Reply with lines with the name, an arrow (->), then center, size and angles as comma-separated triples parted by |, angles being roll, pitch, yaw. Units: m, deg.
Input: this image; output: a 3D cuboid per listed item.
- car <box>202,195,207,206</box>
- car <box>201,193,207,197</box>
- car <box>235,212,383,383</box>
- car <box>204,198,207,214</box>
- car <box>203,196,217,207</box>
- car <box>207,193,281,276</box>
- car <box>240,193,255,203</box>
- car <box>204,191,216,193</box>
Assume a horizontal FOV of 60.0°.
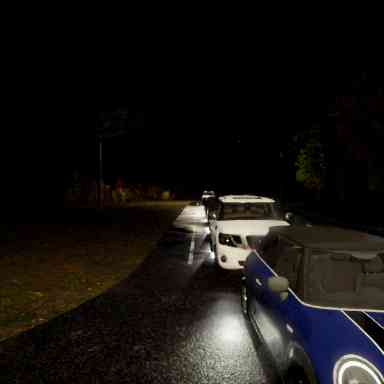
car -> 2.113, 1.322, 29.344 | 1.882, 1.535, 5.008 | 0, 0, 1
car -> 2.393, 1.275, 41.599 | 2.128, 1.511, 4.902 | 0, 0, 1
car -> 1.940, 1.338, 4.156 | 2.097, 1.767, 4.553 | 0, 0, 0
car -> 1.978, 1.380, 23.089 | 1.837, 1.490, 4.892 | 0, 0, 1
car -> 2.567, 1.314, 48.008 | 1.994, 1.385, 4.181 | 0, 0, 2
car -> 1.716, 1.160, 10.502 | 2.150, 2.045, 5.566 | 0, 0, 1
car -> 9.758, 1.046, 58.935 | 2.097, 1.767, 4.553 | 0, 0, 1
car -> 2.743, 0.938, 54.441 | 2.150, 2.045, 5.566 | 0, 0, 2
